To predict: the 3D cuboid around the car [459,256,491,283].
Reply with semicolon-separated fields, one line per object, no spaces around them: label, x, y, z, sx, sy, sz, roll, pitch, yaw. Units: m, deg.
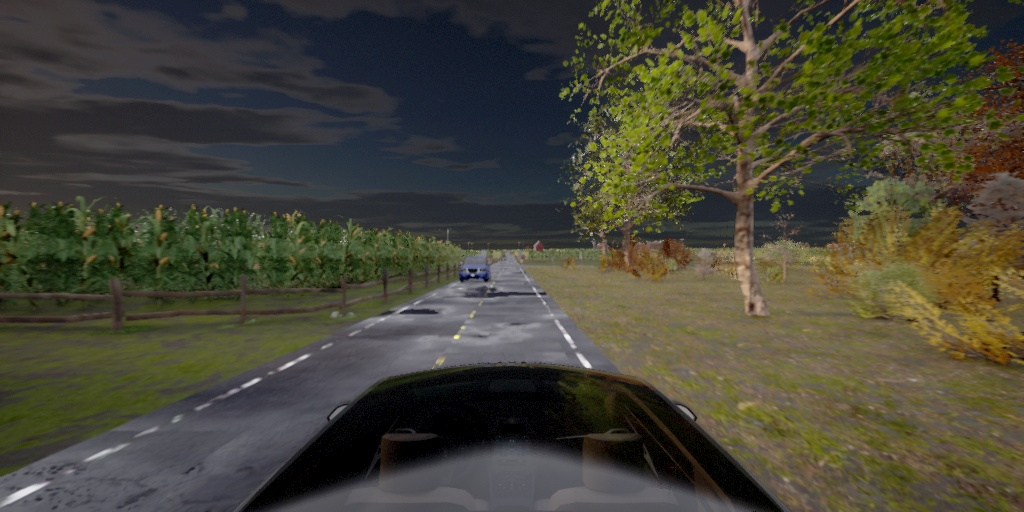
car;-2.840;1.029;28.682;2.150;2.045;5.566;0;0;0
